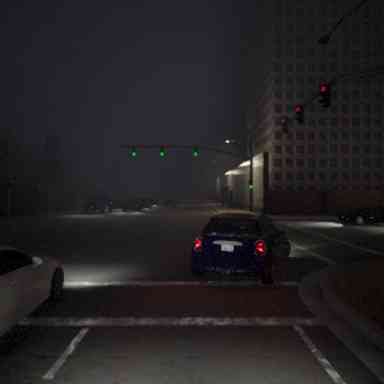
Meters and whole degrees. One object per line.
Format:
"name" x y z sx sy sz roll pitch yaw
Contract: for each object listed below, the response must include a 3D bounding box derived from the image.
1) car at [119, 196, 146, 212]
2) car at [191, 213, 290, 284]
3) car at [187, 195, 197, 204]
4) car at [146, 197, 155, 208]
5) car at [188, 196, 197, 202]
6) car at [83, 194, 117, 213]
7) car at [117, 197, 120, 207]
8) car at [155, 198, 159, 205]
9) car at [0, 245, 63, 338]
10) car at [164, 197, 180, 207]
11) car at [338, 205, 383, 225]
"car" -7.077 1.585 40.082 1.812 1.442 4.674 0 0 0
"car" 1.641 1.398 10.071 2.097 1.767 4.553 0 0 21
"car" 0.020 1.452 67.622 2.097 1.767 4.553 0 0 0
"car" -7.070 1.577 48.976 1.837 1.490 4.892 0 0 0
"car" 0.016 1.655 77.604 2.033 1.411 5.357 0 0 0
"car" -10.583 1.277 37.843 2.150 2.045 5.566 0 0 0
"car" -10.576 1.547 47.614 1.882 1.535 5.008 0 0 0
"car" -7.031 1.651 59.022 1.994 1.385 4.181 0 0 0
"car" -3.578 1.535 5.258 1.812 1.442 4.674 0 0 -3
"car" -3.376 1.605 53.508 1.812 1.442 4.674 0 0 0
"car" 12.955 1.656 24.222 4.181 1.385 1.994 0 0 0
